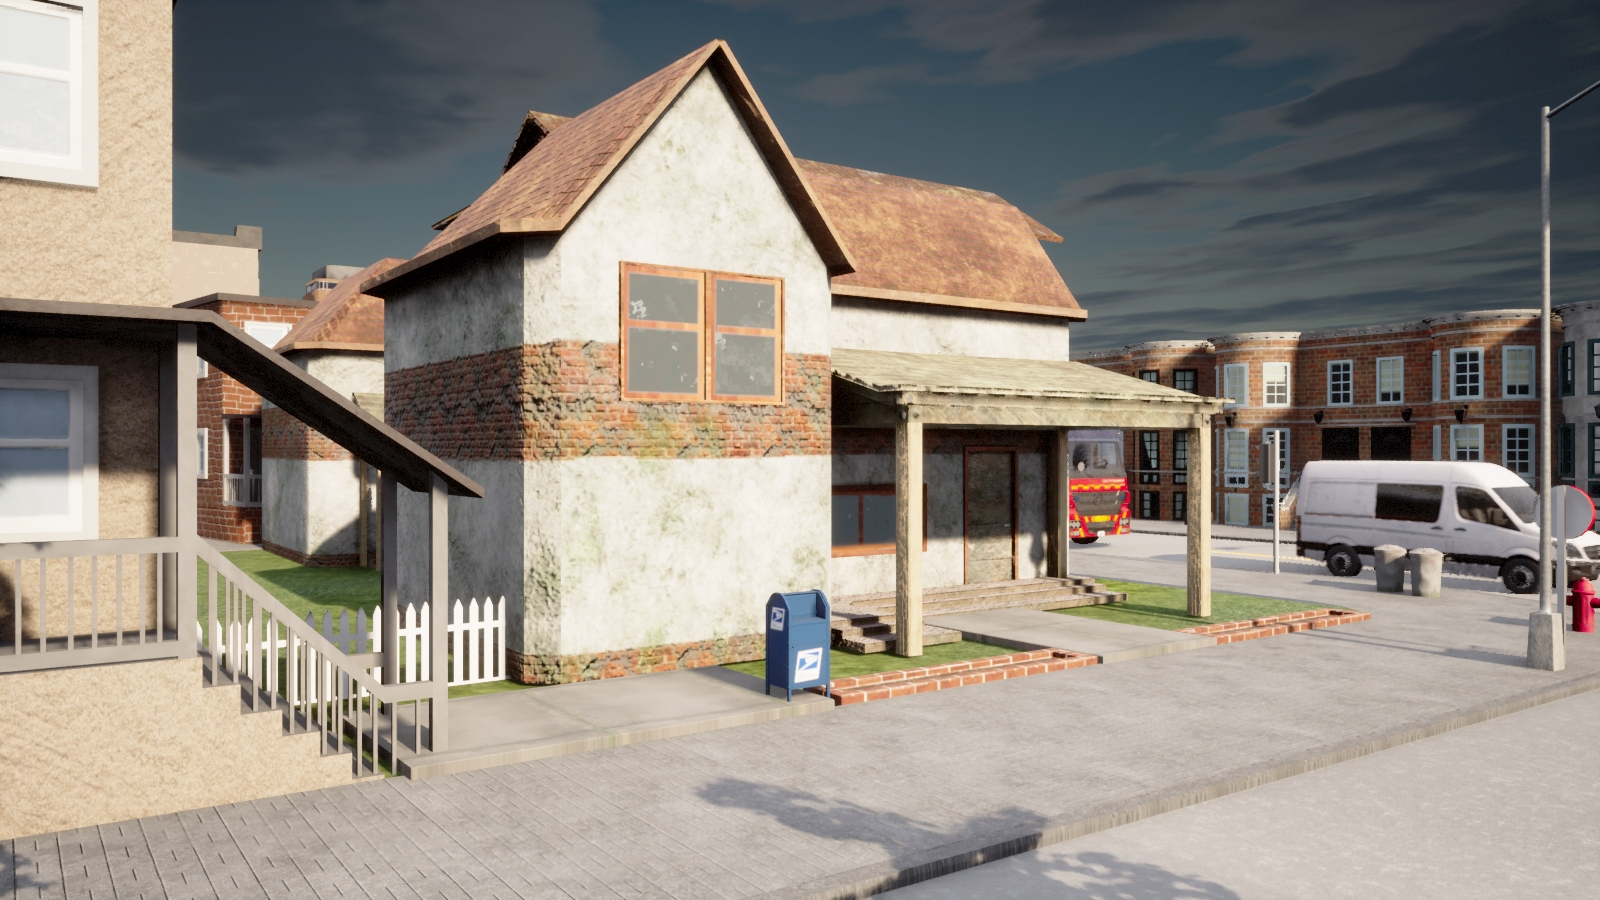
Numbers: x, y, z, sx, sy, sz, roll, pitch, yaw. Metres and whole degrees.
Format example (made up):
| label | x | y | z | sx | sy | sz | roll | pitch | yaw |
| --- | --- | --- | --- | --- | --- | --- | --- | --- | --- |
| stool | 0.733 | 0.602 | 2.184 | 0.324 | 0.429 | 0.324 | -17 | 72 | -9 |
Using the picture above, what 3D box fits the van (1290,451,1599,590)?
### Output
| label | x | y | z | sx | sy | sz | roll | pitch | yaw |
| --- | --- | --- | --- | --- | --- | --- | --- | --- | --- |
| van | 13.640 | 1.305 | 24.136 | 1.988 | 2.561 | 5.915 | 0 | 0 | -33 |
